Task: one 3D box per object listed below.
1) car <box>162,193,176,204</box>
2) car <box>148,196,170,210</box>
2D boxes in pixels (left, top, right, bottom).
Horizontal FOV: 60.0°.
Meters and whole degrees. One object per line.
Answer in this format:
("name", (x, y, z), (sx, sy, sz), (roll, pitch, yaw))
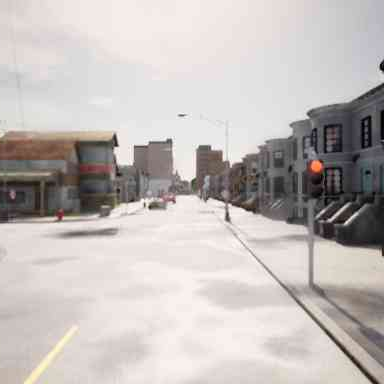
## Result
("car", (-3.998, 1.104, 58.781), (2.150, 2.045, 5.566), (0, 0, 1))
("car", (-4.066, 1.481, 40.132), (1.994, 1.385, 4.181), (0, 0, 0))
